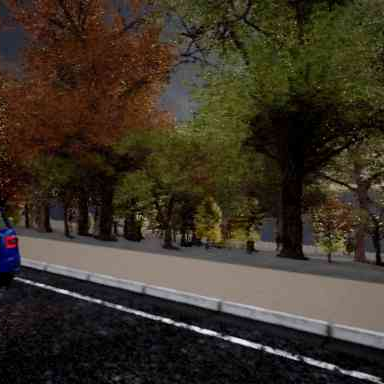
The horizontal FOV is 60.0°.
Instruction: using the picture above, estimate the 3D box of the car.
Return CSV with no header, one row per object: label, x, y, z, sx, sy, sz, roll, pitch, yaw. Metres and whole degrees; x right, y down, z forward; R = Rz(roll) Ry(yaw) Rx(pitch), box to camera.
car,-6.530,1.304,8.346,5.566,2.045,2.150,-1,0,36
